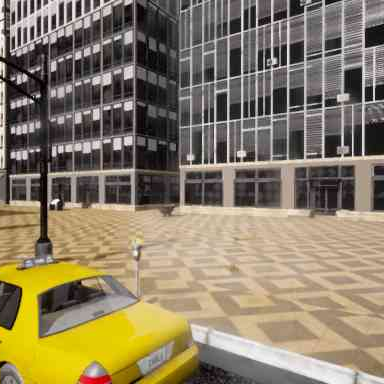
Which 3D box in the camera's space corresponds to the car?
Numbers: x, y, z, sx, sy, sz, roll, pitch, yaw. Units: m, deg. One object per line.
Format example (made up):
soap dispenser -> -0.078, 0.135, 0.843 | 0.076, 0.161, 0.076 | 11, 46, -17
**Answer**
car -> -2.207, 1.525, 4.466 | 4.829, 1.417, 1.752 | 0, 0, 36
